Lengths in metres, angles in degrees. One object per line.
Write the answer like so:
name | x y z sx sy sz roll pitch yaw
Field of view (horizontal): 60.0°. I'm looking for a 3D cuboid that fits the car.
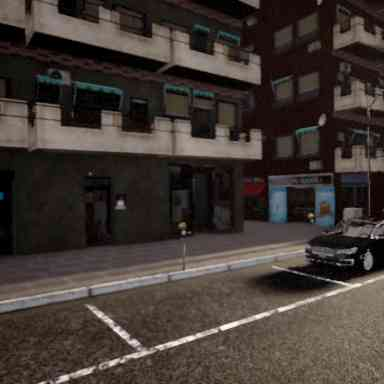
car | 5.346 1.509 10.388 4.403 1.369 2.008 0 -1 -35
